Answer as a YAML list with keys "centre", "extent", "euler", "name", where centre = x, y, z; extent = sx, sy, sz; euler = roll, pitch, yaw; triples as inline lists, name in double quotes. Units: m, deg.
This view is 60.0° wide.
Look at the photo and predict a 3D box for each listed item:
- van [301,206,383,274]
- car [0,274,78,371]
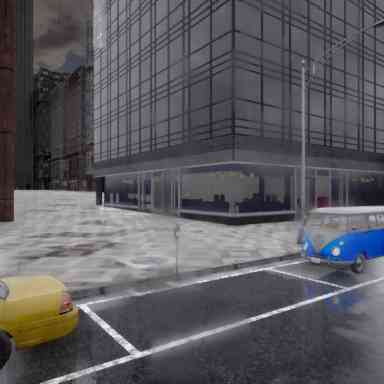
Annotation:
- centre: [5.080, 1.341, 10.288]
  extent: [3.998, 1.788, 1.690]
  euler: [0, 0, -36]
  name: "van"
- centre: [-3.905, 1.525, 3.864]
  extent: [4.829, 1.417, 1.752]
  euler: [0, 0, -36]
  name: "car"
